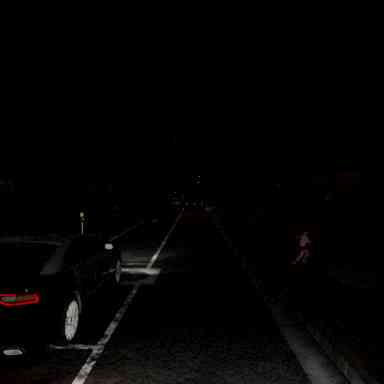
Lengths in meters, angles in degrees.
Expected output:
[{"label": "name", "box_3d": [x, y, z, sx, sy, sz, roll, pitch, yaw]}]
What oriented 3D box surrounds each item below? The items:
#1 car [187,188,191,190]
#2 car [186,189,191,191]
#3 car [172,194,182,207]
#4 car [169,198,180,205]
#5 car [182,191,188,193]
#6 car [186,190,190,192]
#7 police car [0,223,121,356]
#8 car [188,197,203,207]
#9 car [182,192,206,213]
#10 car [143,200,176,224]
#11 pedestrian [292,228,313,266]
[{"label": "car", "box_3d": [-1.829, 0.468, 90.619, 1.887, 1.381, 4.507, 1, 1, 0]}, {"label": "car", "box_3d": [-1.879, 0.606, 85.086, 1.887, 1.381, 4.507, 1, 1, 0]}, {"label": "car", "box_3d": [-2.228, 1.335, 46.342, 1.802, 1.307, 4.206, 0, 1, 1]}, {"label": "car", "box_3d": [-2.379, 1.505, 29.724, 1.947, 1.339, 4.313, 0, 0, 1]}, {"label": "car", "box_3d": [-2.129, 1.033, 57.404, 1.967, 1.590, 4.097, 0, 1, 1]}, {"label": "car", "box_3d": [-1.979, 0.856, 74.017, 2.008, 1.369, 4.403, 1, 1, 0]}, {"label": "police car", "box_3d": [-2.693, 1.421, 6.462, 1.930, 1.638, 5.238, 0, 0, 1]}, {"label": "car", "box_3d": [0.484, 1.355, 46.288, 1.895, 1.301, 4.718, 0, 1, 1]}, {"label": "car", "box_3d": [0.379, 1.237, 36.002, 2.097, 1.767, 4.553, 0, 1, 4]}, {"label": "car", "box_3d": [-2.430, 1.535, 24.183, 1.947, 1.339, 4.313, 0, 0, 1]}, {"label": "pedestrian", "box_3d": [3.101, 1.515, 9.414, 0.500, 1.100, 0.500, 1, 1, 0]}]
